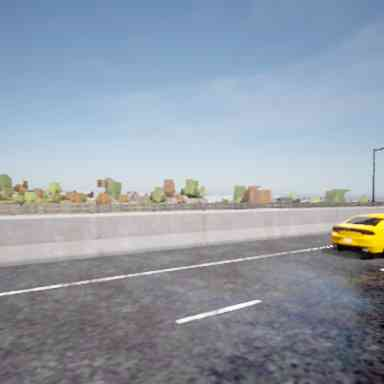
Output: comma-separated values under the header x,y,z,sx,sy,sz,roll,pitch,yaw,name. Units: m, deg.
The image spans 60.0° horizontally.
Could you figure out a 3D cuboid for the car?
x,y,z,sx,sy,sz,roll,pitch,yaw,name
7.763,1.640,13.595,5.008,1.535,1.882,0,0,-34,car
